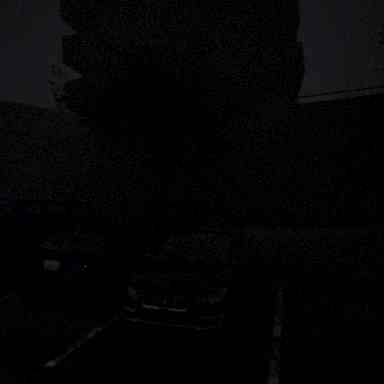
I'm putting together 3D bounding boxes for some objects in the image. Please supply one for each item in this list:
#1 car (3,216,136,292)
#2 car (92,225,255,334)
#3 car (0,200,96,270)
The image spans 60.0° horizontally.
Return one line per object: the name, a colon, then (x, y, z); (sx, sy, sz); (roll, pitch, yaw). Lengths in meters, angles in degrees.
car: (-2.165, 1.545, 8.918); (2.163, 1.488, 4.792); (0, -1, 16)
car: (0.269, 1.509, 7.129); (2.231, 1.521, 4.892); (0, -1, 16)
car: (-4.608, 1.271, 10.687); (2.435, 2.045, 5.566); (0, -1, 16)
